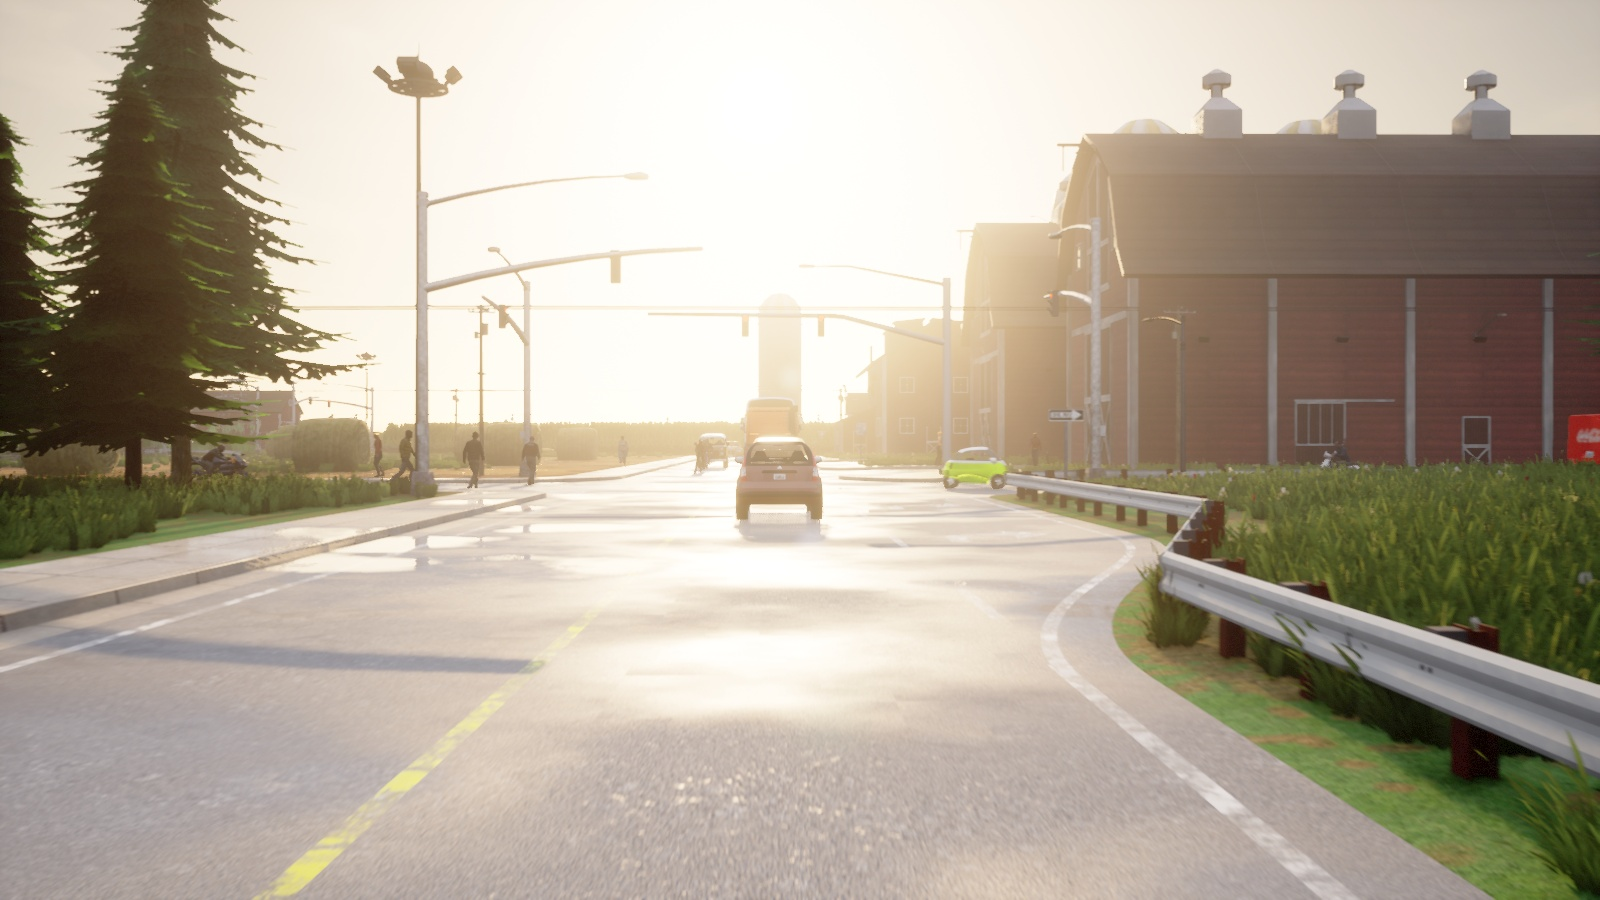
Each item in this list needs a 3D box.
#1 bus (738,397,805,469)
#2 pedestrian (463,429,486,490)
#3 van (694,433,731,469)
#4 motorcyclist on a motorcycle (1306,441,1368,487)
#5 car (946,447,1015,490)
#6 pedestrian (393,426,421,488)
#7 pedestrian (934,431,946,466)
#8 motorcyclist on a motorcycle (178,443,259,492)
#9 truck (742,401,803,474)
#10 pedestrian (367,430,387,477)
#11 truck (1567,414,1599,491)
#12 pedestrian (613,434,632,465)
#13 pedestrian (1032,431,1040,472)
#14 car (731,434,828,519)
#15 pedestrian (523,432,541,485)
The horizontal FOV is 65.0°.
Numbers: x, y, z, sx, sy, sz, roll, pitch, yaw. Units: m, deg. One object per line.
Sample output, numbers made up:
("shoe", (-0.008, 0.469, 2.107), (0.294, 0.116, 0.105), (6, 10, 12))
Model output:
("bus", (-1.819, -1.107, 80.005), (3.944, 4.253, 10.273), (-1, 1, -1))
("pedestrian", (-9.863, 0.289, 38.033), (0.431, 1.840, 0.703), (0, 0, 9))
("van", (-5.192, 0.039, 75.024), (2.069, 2.038, 4.480), (0, 1, -2))
("motorcyclist on a motorcycle", (18.974, 0.491, 44.400), (1.817, 1.590, 0.866), (0, 0, 0))
("car", (5.881, 0.594, 41.084), (2.207, 1.376, 1.481), (0, 0, 7))
("pedestrian", (-11.668, 0.210, 37.275), (0.726, 1.835, 0.370), (0, 0, -2))
("pedestrian", (7.402, -0.082, 66.259), (0.594, 1.836, 0.345), (0, 0, 10))
("motorcyclist on a motorcycle", (-18.806, 0.565, 40.623), (2.191, 1.530, 0.866), (-1, 0, 0))
("truck", (-1.407, -0.606, 63.804), (2.891, 3.462, 7.936), (0, 0, -1))
("pedestrian", (-16.582, 0.128, 49.216), (0.636, 1.846, 0.331), (0, 0, 7))
("truck", (28.417, 0.077, 40.966), (5.204, 2.467, 2.627), (0, 0, 0))
("pedestrian", (-10.546, -0.023, 74.508), (0.874, 1.855, 0.900), (0, 0, 9))
("pedestrian", (10.745, 0.075, 57.172), (0.331, 1.846, 0.636), (0, 0, 11))
("car", (-0.442, 0.497, 25.941), (1.851, 1.617, 3.988), (0, 0, -1))
("pedestrian", (-9.522, 0.305, 44.614), (0.376, 1.854, 0.720), (0, 0, 10))
